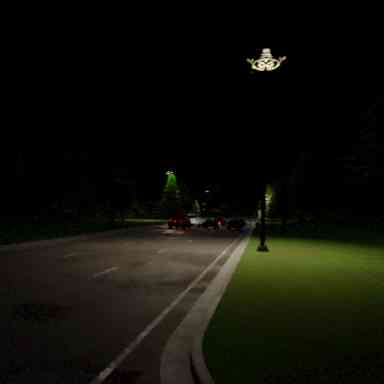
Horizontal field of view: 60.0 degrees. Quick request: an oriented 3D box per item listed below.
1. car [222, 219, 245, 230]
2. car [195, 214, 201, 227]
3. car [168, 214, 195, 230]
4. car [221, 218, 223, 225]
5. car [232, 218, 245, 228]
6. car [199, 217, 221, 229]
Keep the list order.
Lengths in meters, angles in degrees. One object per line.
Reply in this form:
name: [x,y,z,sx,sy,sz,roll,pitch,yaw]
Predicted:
car: [6.162,4.794,48.439,2.033,1.411,5.357,1,-4,13]
car: [0.453,4.746,55.814,2.150,2.045,5.566,1,-4,12]
car: [-1.636,4.031,45.452,2.150,2.045,5.566,1,-4,12]
car: [4.886,5.403,59.518,1.837,1.490,4.892,1,-4,12]
car: [8.262,5.424,58.557,1.882,1.535,5.008,1,-4,12]
car: [2.779,4.718,49.291,1.812,1.442,4.674,1,-4,12]
